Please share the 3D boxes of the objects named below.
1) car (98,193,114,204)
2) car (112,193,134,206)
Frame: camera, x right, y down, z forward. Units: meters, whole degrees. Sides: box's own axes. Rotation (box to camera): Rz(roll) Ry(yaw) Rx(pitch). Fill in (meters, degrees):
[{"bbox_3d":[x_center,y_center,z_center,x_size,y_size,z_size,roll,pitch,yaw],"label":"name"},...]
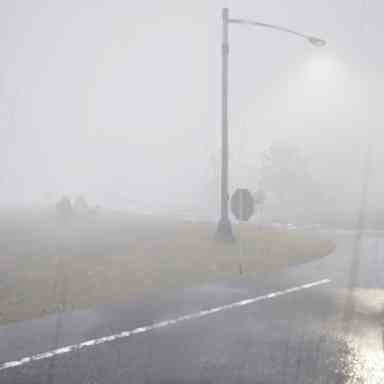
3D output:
[{"bbox_3d":[-15.558,1.137,61.482,2.150,2.045,5.566,0,0,-34],"label":"car"},{"bbox_3d":[-11.086,1.435,54.864,1.837,1.490,4.892,0,0,-33],"label":"car"}]
